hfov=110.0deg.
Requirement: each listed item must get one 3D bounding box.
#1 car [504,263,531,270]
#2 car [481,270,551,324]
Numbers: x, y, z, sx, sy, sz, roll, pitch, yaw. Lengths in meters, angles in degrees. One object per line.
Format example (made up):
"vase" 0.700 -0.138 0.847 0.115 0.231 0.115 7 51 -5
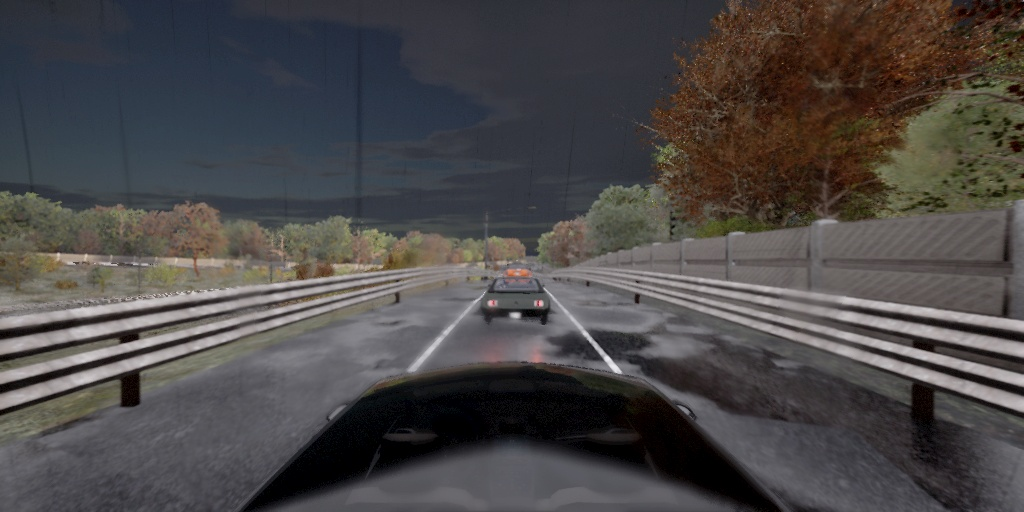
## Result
"car" 0.426 1.342 27.952 2.097 1.767 4.553 0 -2 1
"car" 0.137 1.297 11.704 1.895 1.301 4.718 0 0 1
